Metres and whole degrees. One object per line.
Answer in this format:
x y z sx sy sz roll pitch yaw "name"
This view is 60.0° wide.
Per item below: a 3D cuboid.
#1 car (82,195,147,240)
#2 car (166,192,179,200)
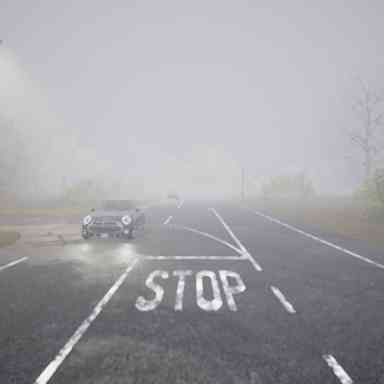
-3.383 1.063 15.197 2.097 1.767 4.553 0 1 1 "car"
-3.056 0.604 53.822 1.895 1.301 4.718 0 1 0 "car"
